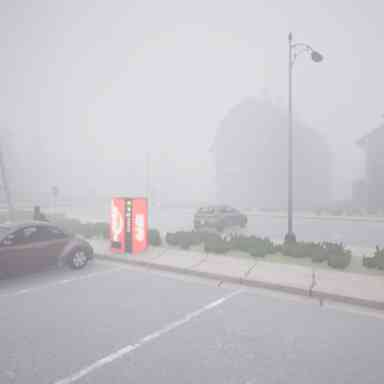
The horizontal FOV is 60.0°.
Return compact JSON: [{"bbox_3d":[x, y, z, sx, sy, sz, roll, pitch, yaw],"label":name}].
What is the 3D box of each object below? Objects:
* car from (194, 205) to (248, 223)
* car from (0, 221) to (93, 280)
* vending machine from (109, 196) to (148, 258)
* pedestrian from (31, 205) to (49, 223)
[{"bbox_3d":[1.794,1.496,20.096,1.816,1.474,4.193,0,0,36],"label":"car"},{"bbox_3d":[-4.678,1.512,8.913,1.784,1.438,3.905,0,0,36],"label":"car"},{"bbox_3d":[-2.267,1.187,11.933,0.880,2.100,1.100,0,0,35],"label":"vending machine"},{"bbox_3d":[-5.051,1.285,10.943,0.375,1.860,0.375,0,0,31],"label":"pedestrian"}]
